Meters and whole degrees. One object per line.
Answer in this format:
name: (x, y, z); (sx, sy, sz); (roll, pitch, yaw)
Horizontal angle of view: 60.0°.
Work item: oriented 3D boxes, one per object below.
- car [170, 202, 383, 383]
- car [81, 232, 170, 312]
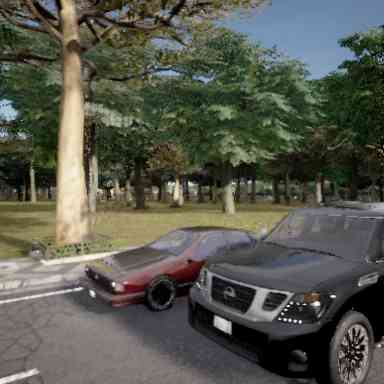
car: (2.611, 1.213, 5.547); (5.566, 2.045, 2.150); (0, 0, -36)
car: (0.277, 1.540, 7.874); (5.357, 1.411, 2.033); (0, 0, -36)
